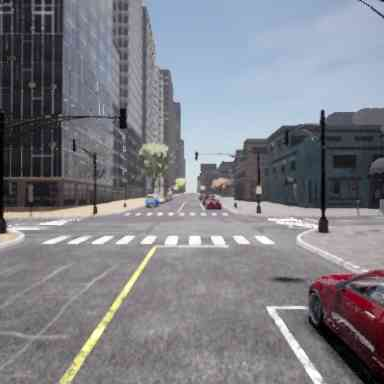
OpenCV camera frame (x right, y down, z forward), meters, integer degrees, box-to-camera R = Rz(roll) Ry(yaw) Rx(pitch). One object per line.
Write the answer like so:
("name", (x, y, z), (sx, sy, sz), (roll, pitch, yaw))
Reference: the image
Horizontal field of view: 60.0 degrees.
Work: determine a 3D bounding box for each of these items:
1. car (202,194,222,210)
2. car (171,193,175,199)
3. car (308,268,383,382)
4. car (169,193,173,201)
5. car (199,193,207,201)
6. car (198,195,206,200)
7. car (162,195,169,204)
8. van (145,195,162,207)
("car", (2.711, 1.371, 42.035), (1.967, 1.590, 4.097), (1, 0, 0))
("car", (-5.666, 1.437, 76.042), (1.947, 1.339, 4.313), (1, 0, 0))
("car", (2.827, 1.576, 4.073), (1.802, 1.307, 4.206), (1, 0, 0))
("car", (-5.667, 1.463, 70.368), (1.802, 1.307, 4.206), (1, 0, 0))
("car", (2.715, 1.226, 53.383), (2.192, 1.841, 5.009), (1, 0, 0))
("car", (2.715, 1.416, 87.428), (1.947, 1.339, 4.313), (1, 0, 0))
("car", (-5.668, 1.427, 58.850), (1.752, 1.417, 4.829), (1, 0, 0))
("van", (-5.667, 1.262, 47.672), (1.690, 1.788, 3.998), (1, 0, 0))
